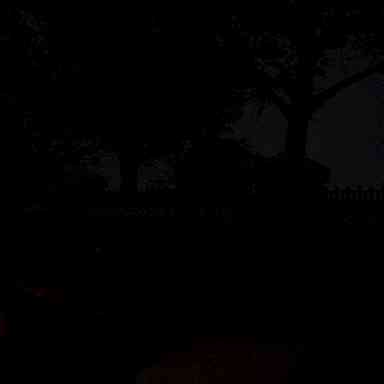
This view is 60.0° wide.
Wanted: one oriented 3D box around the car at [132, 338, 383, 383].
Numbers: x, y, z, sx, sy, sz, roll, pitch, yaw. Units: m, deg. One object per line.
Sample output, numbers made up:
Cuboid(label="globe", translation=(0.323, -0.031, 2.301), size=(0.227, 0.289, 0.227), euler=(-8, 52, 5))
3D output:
Cuboid(label="car", translation=(1.540, 1.523, 1.799), size=(4.829, 1.417, 1.752), euler=(0, 0, 36))
